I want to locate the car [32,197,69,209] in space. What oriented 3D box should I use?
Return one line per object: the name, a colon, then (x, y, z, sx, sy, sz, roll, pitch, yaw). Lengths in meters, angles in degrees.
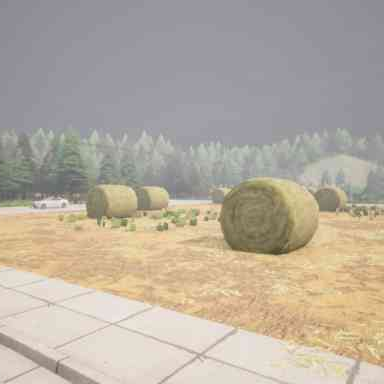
car: (-18.396, 1.415, 43.460, 1.812, 1.442, 4.674, 0, 0, 36)
